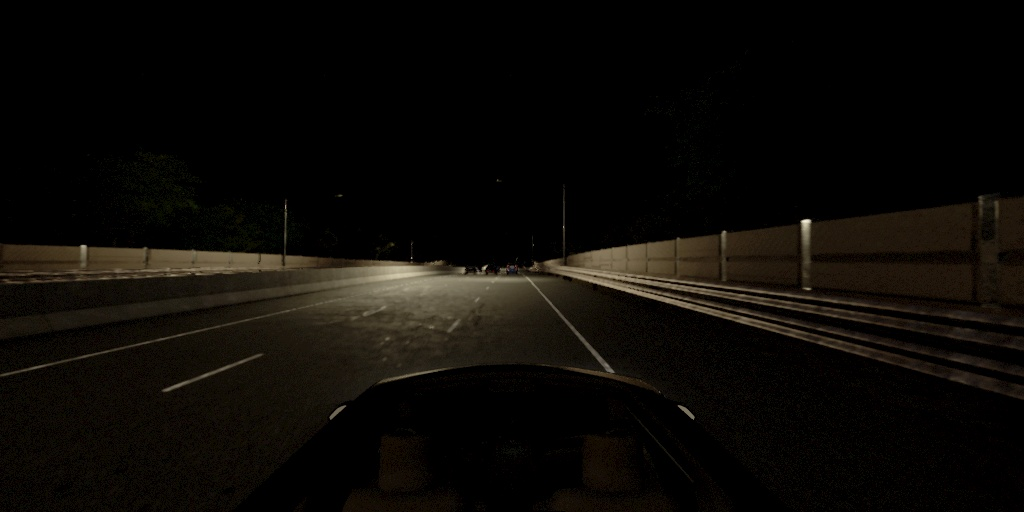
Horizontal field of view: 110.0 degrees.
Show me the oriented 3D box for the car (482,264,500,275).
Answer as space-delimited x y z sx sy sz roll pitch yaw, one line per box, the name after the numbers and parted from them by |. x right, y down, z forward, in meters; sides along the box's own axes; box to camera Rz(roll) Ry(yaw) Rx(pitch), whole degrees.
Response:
-3.475 2.377 60.671 1.837 1.490 4.892 0 -2 0 | car

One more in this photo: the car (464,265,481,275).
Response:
-6.975 2.364 60.672 2.128 1.511 4.902 0 -2 0 | car

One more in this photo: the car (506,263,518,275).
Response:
0.025 2.419 60.667 2.033 1.411 5.357 0 -2 0 | car
